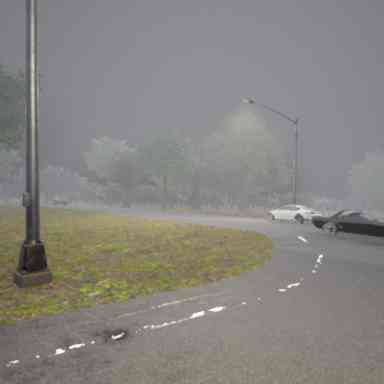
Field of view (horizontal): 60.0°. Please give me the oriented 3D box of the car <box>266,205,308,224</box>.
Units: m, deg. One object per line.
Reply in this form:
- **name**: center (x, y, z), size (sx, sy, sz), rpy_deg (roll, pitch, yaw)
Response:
- **car**: center (8.130, 1.762, 26.856), size (1.812, 1.442, 4.674), rpy_deg (4, -3, -35)

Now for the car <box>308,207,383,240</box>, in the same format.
- **car**: center (7.943, 1.468, 14.935), size (1.895, 1.301, 4.718), rpy_deg (2, 1, -35)

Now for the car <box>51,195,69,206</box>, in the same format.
- **car**: center (-25.204, 1.641, 64.003), size (2.150, 2.045, 5.566), rpy_deg (3, -3, -29)
